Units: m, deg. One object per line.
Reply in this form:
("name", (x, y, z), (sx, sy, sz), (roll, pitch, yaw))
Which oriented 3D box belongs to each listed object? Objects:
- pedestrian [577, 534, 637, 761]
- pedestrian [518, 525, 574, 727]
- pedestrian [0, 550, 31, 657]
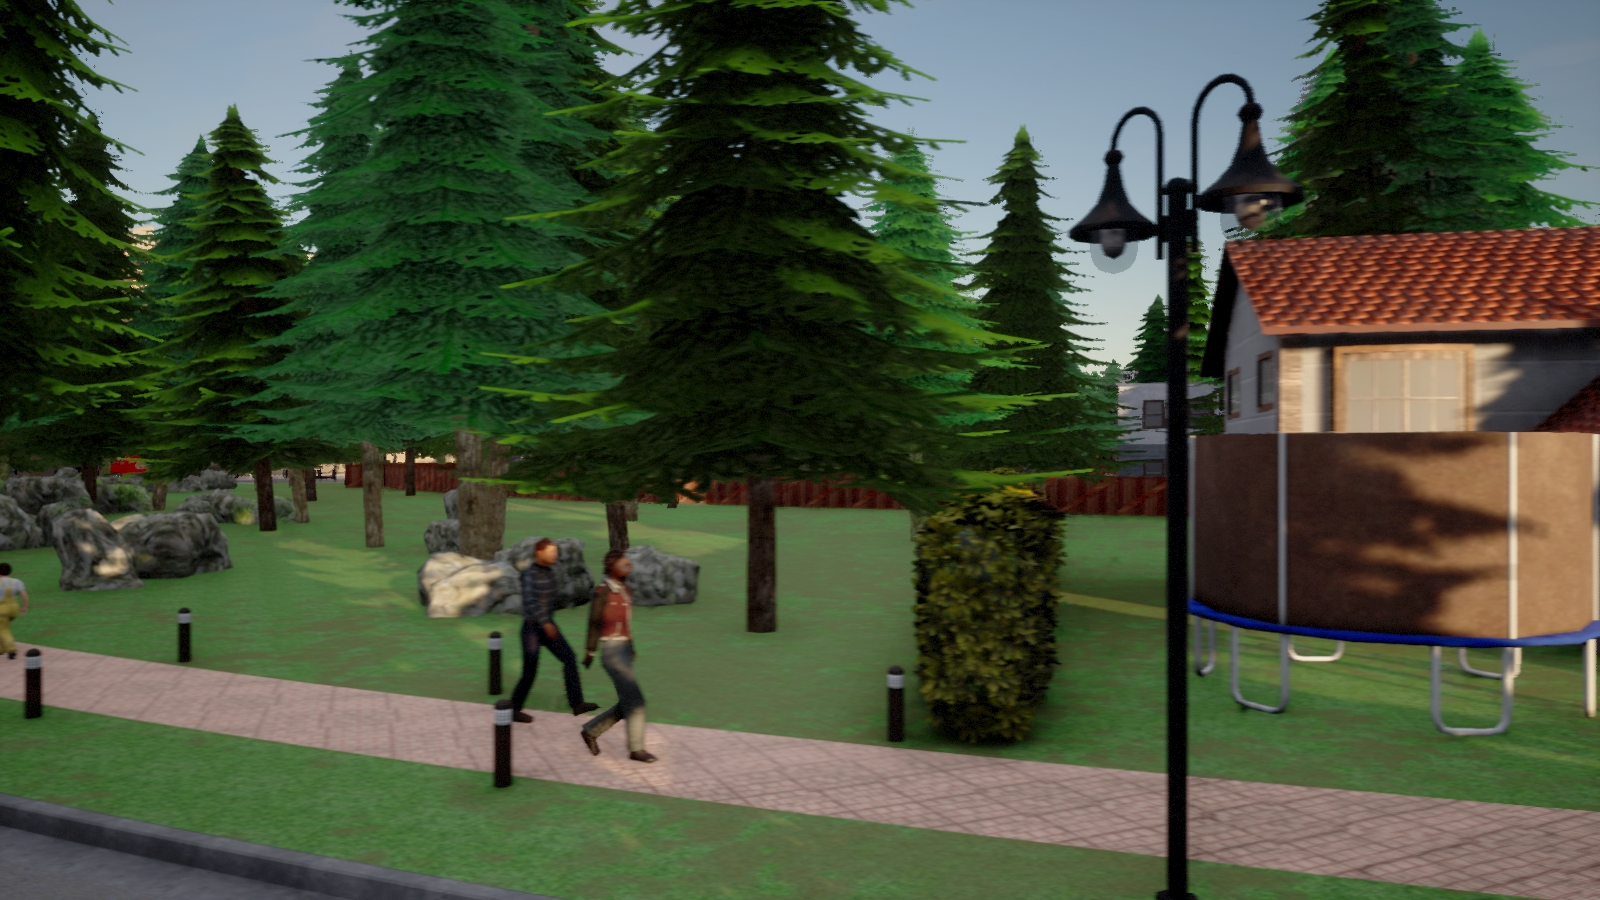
("pedestrian", (-1.644, 1.664, 9.770), (0.375, 1.860, 0.375), (0, 0, 19))
("pedestrian", (-2.426, 1.664, 10.924), (0.375, 1.860, 0.375), (0, 0, 22))
("pedestrian", (-10.128, 1.944, 14.589), (0.375, 1.300, 0.375), (0, 0, 27))
